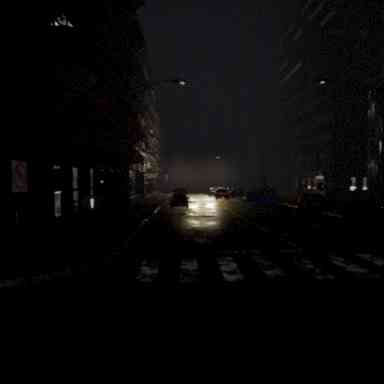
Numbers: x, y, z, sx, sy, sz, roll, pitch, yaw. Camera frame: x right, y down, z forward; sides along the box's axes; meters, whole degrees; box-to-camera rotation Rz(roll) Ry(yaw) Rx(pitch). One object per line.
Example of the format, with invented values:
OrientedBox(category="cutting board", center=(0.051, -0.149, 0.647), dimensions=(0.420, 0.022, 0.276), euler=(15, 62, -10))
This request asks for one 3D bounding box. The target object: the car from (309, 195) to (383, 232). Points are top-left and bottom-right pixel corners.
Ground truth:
OrientedBox(category="car", center=(7.599, 1.046, 16.121), dimensions=(1.887, 1.381, 4.507), euler=(-2, 1, -2))

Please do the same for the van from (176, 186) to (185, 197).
OrientedBox(category="van", center=(-2.091, -0.084, 60.975), dimensions=(1.690, 1.788, 3.998), euler=(-2, 1, -2))

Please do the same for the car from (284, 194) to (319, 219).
OrientedBox(category="car", center=(7.428, 0.811, 21.760), dimensions=(1.967, 1.590, 4.097), euler=(-2, 1, -2))

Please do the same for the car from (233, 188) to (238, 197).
OrientedBox(category="car", center=(6.589, 0.152, 49.969), dimensions=(1.967, 1.590, 4.097), euler=(-2, 1, -2))

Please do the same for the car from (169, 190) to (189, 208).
OrientedBox(category="car", center=(-1.246, 0.808, 32.769), dimensions=(1.947, 1.339, 4.313), euler=(-2, 1, -2))

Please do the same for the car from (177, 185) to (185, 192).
OrientedBox(category="car", center=(-3.098, -0.939, 94.826), dimensions=(2.192, 1.841, 5.009), euler=(-2, 1, -2))

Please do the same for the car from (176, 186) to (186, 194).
OrientedBox(category="car", center=(-2.595, -0.522, 77.900), dimensions=(2.192, 1.841, 5.009), euler=(-2, 1, -2))

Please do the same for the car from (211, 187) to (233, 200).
OrientedBox(category="car", center=(4.135, 0.327, 46.934), dimensions=(1.837, 1.490, 4.892), euler=(-1, 1, -2))

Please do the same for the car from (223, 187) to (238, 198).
OrientedBox(category="car", center=(6.428, 0.018, 55.611), dimensions=(1.967, 1.590, 4.097), euler=(-2, 1, -2))

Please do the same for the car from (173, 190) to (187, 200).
OrientedBox(category="car", center=(-1.750, 0.389, 49.694), dimensions=(1.887, 1.381, 4.507), euler=(-2, 1, -2))

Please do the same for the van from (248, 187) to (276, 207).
OrientedBox(category="van", center=(7.090, 0.451, 33.042), dimensions=(1.690, 1.788, 3.998), euler=(-2, 1, -2))

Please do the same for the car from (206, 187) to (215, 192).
OrientedBox(category="car", center=(5.283, -0.836, 95.108), dimensions=(2.008, 1.369, 4.403), euler=(-2, 1, -2))

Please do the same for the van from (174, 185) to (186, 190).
OrientedBox(category="van", center=(-1.420, 0.452, 38.406), dimensions=(1.690, 1.788, 3.998), euler=(-2, 1, -2))

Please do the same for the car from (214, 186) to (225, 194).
OrientedBox(category="car", center=(5.955, -0.392, 72.538), dimensions=(1.967, 1.590, 4.097), euler=(-2, 1, -2))

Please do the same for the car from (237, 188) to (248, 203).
OrientedBox(category="car", center=(6.928, 0.523, 38.689), dimensions=(1.887, 1.381, 4.507), euler=(-2, 1, -2))

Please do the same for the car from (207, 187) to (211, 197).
OrientedBox(category="car", center=(3.757, 0.073, 57.125), dimensions=(2.128, 1.511, 4.902), euler=(-1, 1, -2))

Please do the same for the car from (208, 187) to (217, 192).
OrientedBox(category="car", center=(5.451, -0.696, 89.465), dimensions=(2.008, 1.369, 4.403), euler=(-2, 1, -2))
